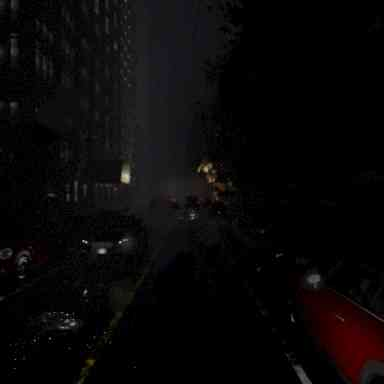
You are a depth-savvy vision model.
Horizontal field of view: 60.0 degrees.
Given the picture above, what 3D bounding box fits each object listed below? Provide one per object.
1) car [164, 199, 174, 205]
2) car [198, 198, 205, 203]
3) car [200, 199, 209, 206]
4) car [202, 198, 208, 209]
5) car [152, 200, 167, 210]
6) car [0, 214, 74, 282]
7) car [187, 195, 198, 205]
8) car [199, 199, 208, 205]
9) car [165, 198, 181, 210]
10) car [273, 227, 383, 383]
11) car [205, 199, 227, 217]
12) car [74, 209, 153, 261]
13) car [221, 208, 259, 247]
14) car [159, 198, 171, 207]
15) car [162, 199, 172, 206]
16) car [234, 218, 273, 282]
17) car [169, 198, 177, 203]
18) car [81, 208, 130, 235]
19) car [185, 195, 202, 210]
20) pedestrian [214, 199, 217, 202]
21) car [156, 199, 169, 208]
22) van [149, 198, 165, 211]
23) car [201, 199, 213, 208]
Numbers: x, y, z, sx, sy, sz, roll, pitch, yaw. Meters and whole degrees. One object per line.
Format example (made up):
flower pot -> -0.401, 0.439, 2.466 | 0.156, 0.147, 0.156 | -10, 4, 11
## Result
car -> -5.245, 2.321, 76.393 | 1.802, 1.307, 4.206 | 0, -1, 0
car -> 2.651, 2.443, 93.017 | 2.008, 1.369, 4.403 | 0, -1, 0
car -> 2.630, 2.254, 70.837 | 1.947, 1.339, 4.313 | 0, -1, 0
car -> 2.615, 2.076, 54.202 | 1.887, 1.381, 4.507 | 0, -1, 0
car -> -5.266, 2.082, 54.215 | 2.008, 1.369, 4.403 | 0, -1, 0
car -> -5.306, 1.540, 9.858 | 1.967, 1.590, 4.097 | 0, -1, 0
car -> 0.064, 1.726, 70.555 | 2.150, 2.045, 5.566 | 0, -1, 0
car -> 2.636, 2.284, 76.382 | 1.887, 1.381, 4.507 | 0, -1, 0
car -> -2.775, 2.062, 50.660 | 1.994, 1.385, 4.181 | 0, -1, 0
car -> 2.569, 1.485, 4.298 | 1.967, 1.590, 4.097 | 0, -1, 0
car -> 2.783, 1.866, 36.445 | 1.837, 1.490, 4.892 | 0, -1, 0
car -> -2.822, 1.622, 12.907 | 2.128, 1.511, 4.902 | 0, -1, 0
car -> 2.580, 1.682, 15.557 | 1.752, 1.417, 4.829 | 0, -1, 0
car -> -5.255, 2.076, 65.305 | 1.967, 1.590, 4.097 | 0, -1, 0
car -> -5.250, 2.211, 70.679 | 1.752, 1.417, 4.829 | 0, -1, 0
car -> 2.574, 1.666, 9.842 | 1.947, 1.339, 4.313 | 0, -1, 0
car -> -5.230, 2.437, 93.027 | 1.887, 1.381, 4.507 | 0, -1, 0
car -> -5.296, 1.775, 20.946 | 1.947, 1.339, 4.313 | 0, -1, 0
car -> 0.057, 1.741, 52.935 | 2.150, 2.045, 5.566 | 0, -1, 0
pedestrian -> 2.785, 1.683, 39.394 | 0.375, 1.860, 0.375 | 0, -1, 0
car -> -5.260, 2.024, 59.760 | 1.967, 1.590, 4.097 | 0, -1, 0
van -> -5.270, 1.819, 48.672 | 1.690, 1.788, 3.998 | 0, -1, 0
car -> 2.620, 2.024, 59.748 | 1.967, 1.590, 4.097 | 0, -1, 0
